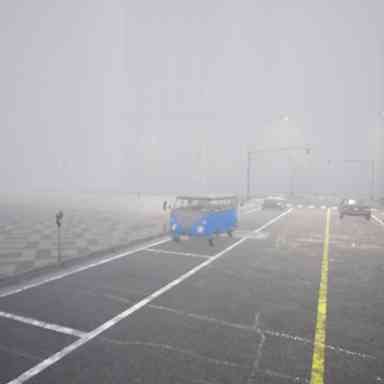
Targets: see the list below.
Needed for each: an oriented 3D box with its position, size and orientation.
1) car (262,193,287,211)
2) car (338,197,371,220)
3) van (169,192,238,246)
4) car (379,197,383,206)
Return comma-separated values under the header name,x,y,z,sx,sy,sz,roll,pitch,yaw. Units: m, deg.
name,x,y,z,sx,sy,sz,roll,pitch,yaw
car,7.095,0.793,28.326,2.008,1.369,4.403,2,2,23
car,11.207,1.075,23.014,2.033,1.411,5.357,2,2,23
van,0.574,0.924,12.709,1.690,1.788,3.998,2,2,23
car,12.783,1.225,19.844,2.008,1.369,4.403,2,2,23
